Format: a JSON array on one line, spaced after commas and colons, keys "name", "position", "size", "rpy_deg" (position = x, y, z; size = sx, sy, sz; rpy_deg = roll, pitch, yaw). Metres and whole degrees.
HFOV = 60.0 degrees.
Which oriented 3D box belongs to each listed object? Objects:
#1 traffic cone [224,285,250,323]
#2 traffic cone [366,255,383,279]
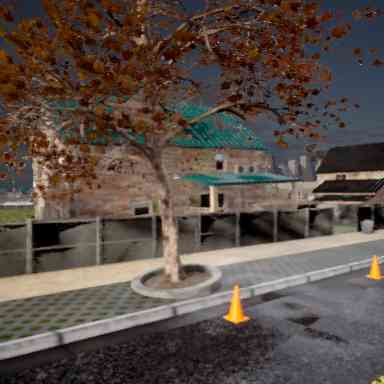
[{"name": "traffic cone", "position": [0.800, 1.962, 5.944], "size": [0.340, 0.580, 0.340], "rpy_deg": [0, 0, -36]}, {"name": "traffic cone", "position": [4.878, 1.972, 8.850], "size": [0.340, 0.580, 0.340], "rpy_deg": [0, 0, -36]}]
